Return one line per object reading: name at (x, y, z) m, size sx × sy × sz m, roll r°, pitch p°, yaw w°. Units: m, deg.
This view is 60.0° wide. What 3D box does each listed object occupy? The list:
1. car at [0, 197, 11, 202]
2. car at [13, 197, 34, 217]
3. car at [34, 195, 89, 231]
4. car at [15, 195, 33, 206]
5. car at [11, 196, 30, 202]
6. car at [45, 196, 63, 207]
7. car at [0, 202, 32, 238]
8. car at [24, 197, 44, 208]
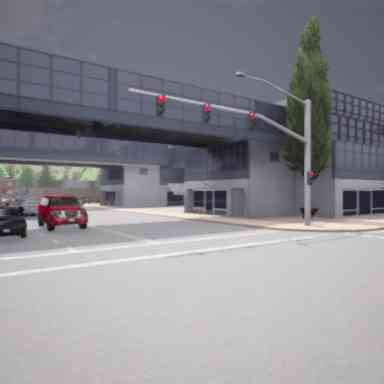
car at (-15.522, 1.237, 25.276) m, size 2.150 × 2.045 × 5.566 m, roll 0°, pitch 0°, yaw -35°
car at (-13.856, 1.506, 29.000) m, size 2.128 × 1.511 × 4.902 m, roll 0°, pitch 0°, yaw -35°
car at (-8.263, 1.230, 21.043) m, size 2.150 × 2.045 × 5.566 m, roll 0°, pitch 0°, yaw -33°
car at (-28.372, 1.380, 56.144) m, size 2.097 × 1.767 × 4.553 m, roll 0°, pitch 0°, yaw -36°
car at (-19.811, 1.511, 37.530) m, size 2.128 × 1.511 × 4.902 m, roll 0°, pitch 0°, yaw -35°
car at (-22.346, 1.500, 53.755) m, size 1.882 × 1.535 × 5.008 m, roll 0°, pitch 0°, yaw -34°
car at (-9.822, 1.488, 17.128) m, size 1.882 × 1.535 × 5.008 m, roll 0°, pitch 0°, yaw -35°
car at (-23.116, 1.528, 48.676) m, size 1.837 × 1.490 × 4.892 m, roll 0°, pitch 0°, yaw -35°
